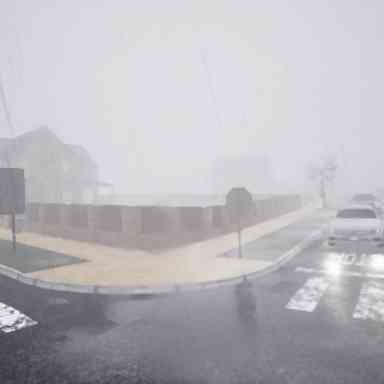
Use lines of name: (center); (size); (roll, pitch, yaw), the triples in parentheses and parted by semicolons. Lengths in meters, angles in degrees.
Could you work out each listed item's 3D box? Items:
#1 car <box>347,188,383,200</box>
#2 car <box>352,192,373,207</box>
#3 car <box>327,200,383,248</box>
car: (12.638, 0.862, 24.460); (2.097, 1.767, 4.553); (-2, 0, 27)
car: (19.032, 0.766, 37.270); (1.837, 1.490, 4.892); (-2, 0, 26)
car: (6.699, 1.268, 13.492); (1.812, 1.442, 4.674); (-2, 0, 29)
